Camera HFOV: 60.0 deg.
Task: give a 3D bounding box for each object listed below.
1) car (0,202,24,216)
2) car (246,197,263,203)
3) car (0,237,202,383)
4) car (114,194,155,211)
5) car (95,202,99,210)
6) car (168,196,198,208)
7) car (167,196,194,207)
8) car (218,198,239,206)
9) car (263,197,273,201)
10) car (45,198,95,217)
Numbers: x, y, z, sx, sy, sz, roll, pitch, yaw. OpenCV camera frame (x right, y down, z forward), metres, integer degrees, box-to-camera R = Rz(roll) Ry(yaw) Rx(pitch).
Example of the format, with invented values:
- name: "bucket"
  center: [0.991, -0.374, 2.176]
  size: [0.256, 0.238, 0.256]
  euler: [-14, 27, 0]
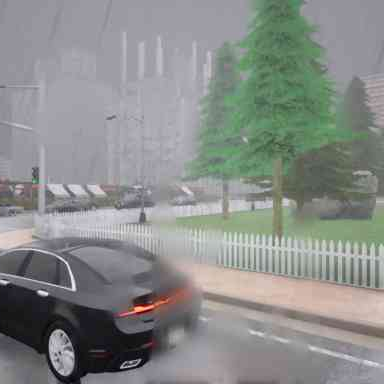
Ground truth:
- name: "car"
  center: [-17.996, 1.601, 30.017]
  size: [1.895, 1.301, 4.718]
  euler: [0, 0, 36]
- name: "car"
  center: [11.858, 1.221, 61.475]
  size: [2.150, 2.045, 5.566]
  euler: [0, 0, 34]
- name: "car"
  center: [-2.143, 1.505, 5.454]
  size: [4.892, 1.490, 1.837]
  euler: [0, 0, 36]
- name: "car"
  center: [-6.832, 1.221, 40.253]
  size: [2.150, 2.045, 5.566]
  euler: [0, 0, 34]
- name: "car"
  center: [-12.862, 1.478, 37.551]
  size: [1.882, 1.535, 5.008]
  euler: [0, 0, 34]
- name: "car"
  center: [-1.130, 1.352, 48.717]
  size: [2.097, 1.767, 4.553]
  euler: [0, 0, 34]
- name: "car"
  center: [-1.864, 1.505, 53.879]
  size: [1.837, 1.490, 4.892]
  euler: [0, 0, 34]
- name: "car"
  center: [5.794, 1.526, 52.424]
  size: [1.812, 1.442, 4.674]
  euler: [0, 0, 34]
- name: "car"
  center: [14.956, 1.564, 59.811]
  size: [1.994, 1.385, 4.181]
  euler: [0, 0, 34]
- name: "car"
  center: [-12.302, 1.491, 32.104]
  size: [2.128, 1.511, 4.902]
  euler: [0, 0, 34]
